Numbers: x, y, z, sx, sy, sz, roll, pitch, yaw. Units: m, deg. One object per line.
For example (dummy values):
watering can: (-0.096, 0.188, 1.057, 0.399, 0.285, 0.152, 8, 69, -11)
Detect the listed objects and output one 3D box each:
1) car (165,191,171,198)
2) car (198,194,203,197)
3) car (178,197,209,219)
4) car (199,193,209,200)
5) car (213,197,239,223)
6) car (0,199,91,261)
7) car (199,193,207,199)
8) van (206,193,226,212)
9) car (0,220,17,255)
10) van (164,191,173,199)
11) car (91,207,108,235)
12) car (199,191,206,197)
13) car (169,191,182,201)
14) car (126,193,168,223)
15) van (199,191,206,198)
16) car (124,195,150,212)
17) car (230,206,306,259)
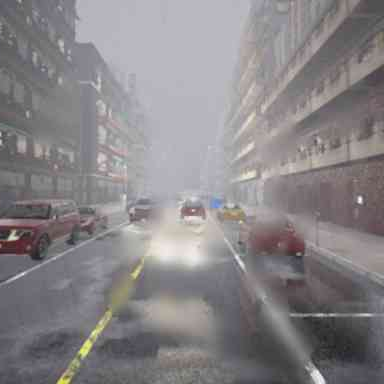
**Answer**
car: (-5.676, 1.071, 63.233, 1.887, 1.381, 4.507, 1, 0, 0)
car: (0.102, 1.288, 42.224, 1.895, 1.301, 4.718, 0, 0, 0)
car: (0.102, 1.364, 26.958, 1.994, 1.385, 4.181, 0, 0, 0)
car: (2.671, 1.005, 74.501, 1.947, 1.339, 4.313, 1, 0, 0)
car: (2.692, 1.351, 23.638, 1.752, 1.417, 4.829, 1, 0, 0)
car: (-5.674, 1.226, 12.193, 2.192, 1.841, 5.009, 1, 0, 0)
car: (2.672, 0.920, 80.341, 1.752, 1.417, 4.829, 1, 0, 0)
van: (2.673, 1.084, 34.807, 1.690, 1.788, 3.998, 1, 0, 0)
car: (-5.678, 1.503, 6.524, 2.008, 1.369, 4.403, 1, 0, 0)
van: (-5.672, 0.736, 80.243, 1.690, 1.788, 3.998, 1, 0, 0)
car: (-5.678, 1.451, 17.866, 1.802, 1.307, 4.206, 1, 0, 0)
car: (2.672, 0.923, 68.829, 1.967, 1.590, 4.097, 1, 0, 0)
car: (-3.024, 0.998, 63.963, 1.882, 1.535, 5.008, 0, 0, 1)
car: (-3.098, 1.178, 23.549, 2.097, 1.767, 4.553, 0, 0, 0)
van: (2.675, 0.693, 85.840, 1.690, 1.788, 3.998, 1, 0, 0)
car: (-5.675, 1.182, 34.878, 1.967, 1.590, 4.097, 1, 0, 0)
car: (2.702, 1.456, 12.127, 1.887, 1.381, 4.507, 1, 0, 0)
